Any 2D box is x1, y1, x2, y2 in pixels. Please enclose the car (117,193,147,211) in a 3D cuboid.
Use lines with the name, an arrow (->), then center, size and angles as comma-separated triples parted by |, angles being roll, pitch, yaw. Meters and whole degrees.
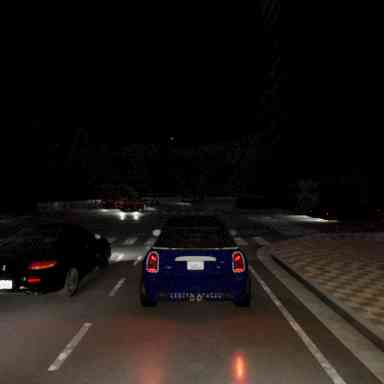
car -> -7.089, 1.347, 39.598 | 2.097, 1.767, 4.553 | 0, 0, 1

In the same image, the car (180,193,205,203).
car -> 0.169, 1.215, 72.006 | 2.150, 2.045, 5.566 | 0, 0, 42

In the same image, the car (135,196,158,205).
car -> -8.034, 1.469, 59.156 | 1.882, 1.535, 5.008 | 0, 0, 21

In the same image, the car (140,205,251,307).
car -> 0.067, 1.351, 8.154 | 2.097, 1.767, 4.553 | 0, 0, 0

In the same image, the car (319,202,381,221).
car -> 13.130, 1.615, 27.381 | 4.181, 1.385, 1.994 | 0, 0, -2

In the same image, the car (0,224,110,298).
car -> -3.432, 1.524, 8.381 | 1.812, 1.442, 4.674 | 0, 0, 0

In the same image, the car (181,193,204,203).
car -> -0.034, 1.517, 66.481 | 1.812, 1.442, 4.674 | 0, 0, 38

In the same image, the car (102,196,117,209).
car -> -10.418, 1.346, 44.705 | 2.097, 1.767, 4.553 | 0, 0, 3

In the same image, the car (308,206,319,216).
car -> 13.017, 1.614, 30.888 | 4.181, 1.385, 1.994 | 0, 0, 0

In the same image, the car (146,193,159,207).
car -> -6.605, 1.216, 51.060 | 2.150, 2.045, 5.566 | 0, 0, 9
